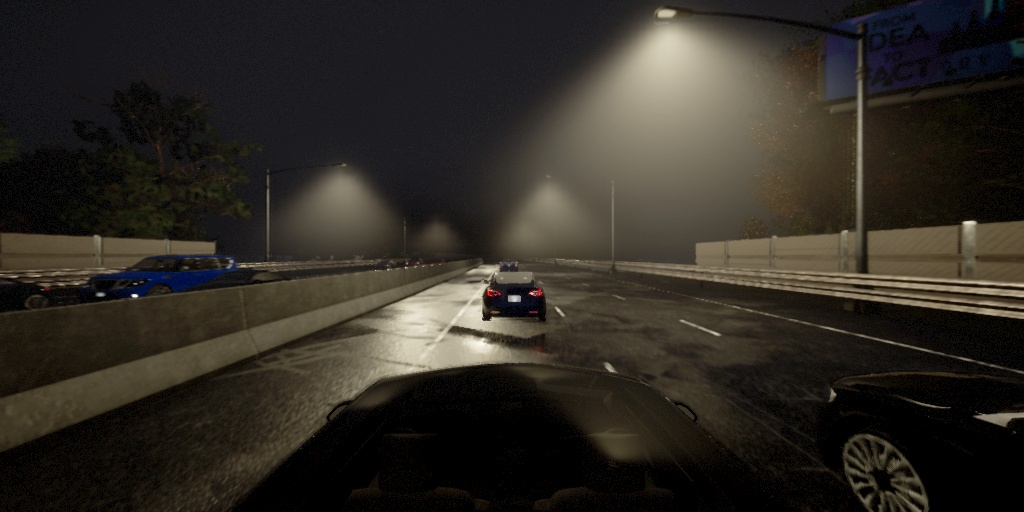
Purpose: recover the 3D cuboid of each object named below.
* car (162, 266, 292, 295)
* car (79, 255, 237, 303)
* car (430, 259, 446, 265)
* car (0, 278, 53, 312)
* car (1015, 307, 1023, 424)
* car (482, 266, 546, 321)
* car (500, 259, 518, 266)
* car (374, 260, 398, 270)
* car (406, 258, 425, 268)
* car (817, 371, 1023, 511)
[{"bbox_3d":[-10.667,1.277,14.274,1.812,1.442,4.674,0,0,0],"label":"car"},{"bbox_3d":[-14.160,0.973,15.079,2.150,2.045,5.566,0,0,0],"label":"car"},{"bbox_3d":[-11.391,1.199,55.411,1.882,1.535,5.008,0,0,-1],"label":"car"},{"bbox_3d":[-17.635,1.318,11.202,1.994,1.385,4.181,0,0,0],"label":"car"},{"bbox_3d":[7.091,1.312,2.256,1.994,1.385,4.181,0,0,0],"label":"car"},{"bbox_3d":[0.057,1.252,12.498,2.163,1.488,4.792,0,0,0],"label":"car"},{"bbox_3d":[-0.375,1.082,42.091,2.097,1.767,4.553,0,0,-1],"label":"car"},{"bbox_3d":[-18.304,1.274,52.376,2.033,1.411,5.357,0,0,-1],"label":"car"},{"bbox_3d":[-14.895,1.074,55.419,2.097,1.767,4.553,0,0,-1],"label":"car"},{"bbox_3d":[3.593,1.241,1.137,2.128,1.511,4.902,0,0,0],"label":"car"}]
